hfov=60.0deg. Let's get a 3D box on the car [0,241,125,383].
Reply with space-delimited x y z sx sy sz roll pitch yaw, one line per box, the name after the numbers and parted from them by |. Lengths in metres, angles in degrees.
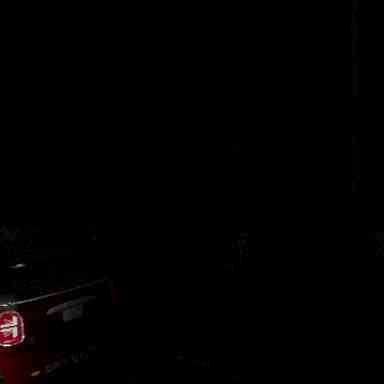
-2.996 1.491 5.103 4.097 1.590 1.967 -1 0 36 | car
